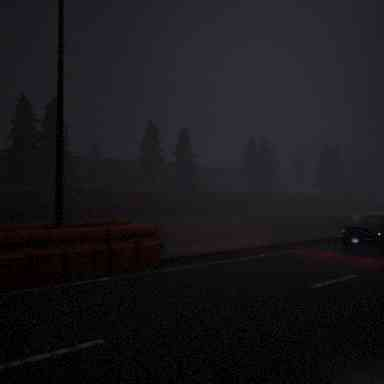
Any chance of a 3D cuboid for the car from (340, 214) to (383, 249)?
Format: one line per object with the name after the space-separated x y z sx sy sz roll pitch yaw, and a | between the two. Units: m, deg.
8.051 1.661 13.911 4.674 1.442 1.812 0 0 -35 | car
